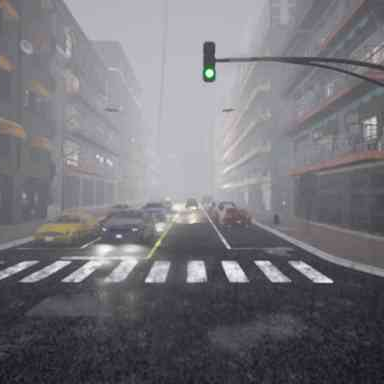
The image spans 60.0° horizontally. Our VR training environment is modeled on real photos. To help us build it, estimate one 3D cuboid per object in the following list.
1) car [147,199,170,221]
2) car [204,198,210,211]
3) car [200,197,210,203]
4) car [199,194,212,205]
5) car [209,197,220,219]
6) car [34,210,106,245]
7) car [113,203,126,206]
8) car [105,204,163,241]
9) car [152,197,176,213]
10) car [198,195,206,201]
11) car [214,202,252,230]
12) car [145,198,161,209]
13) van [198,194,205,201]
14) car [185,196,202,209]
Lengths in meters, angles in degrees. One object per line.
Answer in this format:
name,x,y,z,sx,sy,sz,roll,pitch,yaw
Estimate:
car,-3.102,1.572,27.452,1.812,1.442,4.674,0,0,0
car,2.684,1.646,37.908,1.802,1.307,4.206,1,0,0
car,2.673,1.692,71.049,1.947,1.339,4.313,1,0,0
car,2.679,1.420,60.003,2.192,1.841,5.009,1,0,0
car,2.689,1.485,26.862,1.967,1.590,4.097,1,0,0
car,-5.688,1.552,15.656,1.752,1.417,4.829,1,0,0
car,-5.693,1.590,26.872,1.887,1.381,4.507,1,0,0
car,-3.074,1.577,17.344,2.033,1.411,5.357,0,0,4
car,-3.108,1.612,37.723,2.033,1.411,5.357,0,0,0
car,2.668,1.600,87.619,1.967,1.590,4.097,1,0,0
car,2.690,1.580,21.337,1.887,1.381,4.507,1,0,0
car,-5.701,1.610,48.796,1.752,1.417,4.829,1,0,0
van,2.667,1.513,93.143,1.690,1.788,3.998,1,0,0
car,-0.015,1.629,47.181,2.033,1.411,5.357,0,0,0
